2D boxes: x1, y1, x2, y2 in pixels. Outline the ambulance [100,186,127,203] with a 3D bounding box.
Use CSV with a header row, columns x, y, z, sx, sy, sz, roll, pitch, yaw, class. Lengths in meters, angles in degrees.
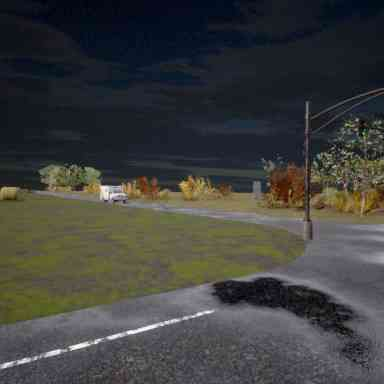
x,y,z,sx,sy,sz,roll,pitch,yaw,class
-11.822,0.341,50.096,2.351,2.431,6.366,2,0,-32,ambulance
